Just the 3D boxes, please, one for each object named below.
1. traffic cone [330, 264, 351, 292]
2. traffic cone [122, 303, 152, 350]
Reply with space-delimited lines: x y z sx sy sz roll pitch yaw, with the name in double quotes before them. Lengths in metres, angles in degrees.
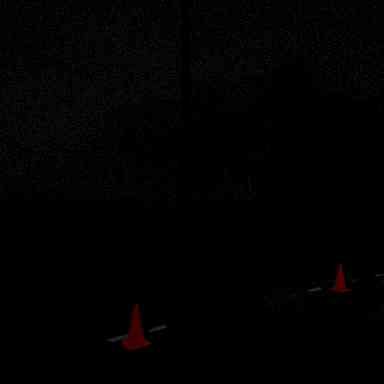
"traffic cone" 3.447 1.969 7.717 0.340 0.580 0.340 0 0 -32
"traffic cone" -0.822 1.949 4.925 0.340 0.580 0.340 0 0 -34
